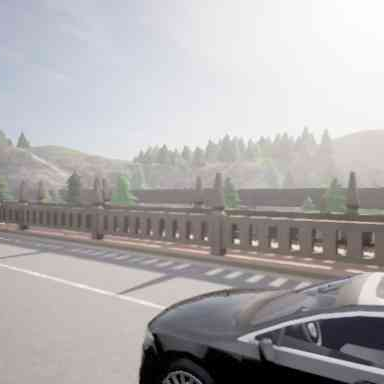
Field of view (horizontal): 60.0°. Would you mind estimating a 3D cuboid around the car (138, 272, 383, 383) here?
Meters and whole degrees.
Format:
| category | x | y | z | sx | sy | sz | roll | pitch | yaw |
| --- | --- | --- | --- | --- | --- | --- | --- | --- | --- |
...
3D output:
| category | x | y | z | sx | sy | sz | roll | pitch | yaw |
| --- | --- | --- | --- | --- | --- | --- | --- | --- | --- |
| car | 1.677 | 1.491 | 2.797 | 4.902 | 1.511 | 2.128 | 0 | 0 | 36 |
